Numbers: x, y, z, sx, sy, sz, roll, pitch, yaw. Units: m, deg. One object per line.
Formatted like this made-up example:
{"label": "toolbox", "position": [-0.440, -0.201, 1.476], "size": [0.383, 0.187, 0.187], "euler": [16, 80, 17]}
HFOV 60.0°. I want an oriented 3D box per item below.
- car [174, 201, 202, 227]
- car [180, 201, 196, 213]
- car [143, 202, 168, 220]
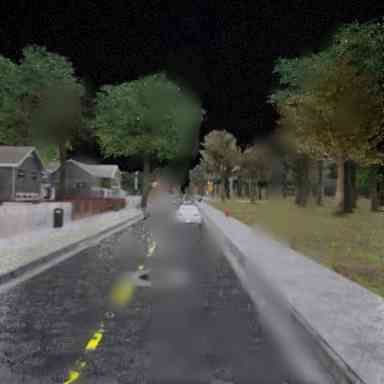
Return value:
{"label": "car", "position": [-0.285, 1.648, 23.656], "size": [1.812, 1.442, 4.674], "euler": [0, 0, -1]}
{"label": "car", "position": [-0.562, 1.804, 41.681], "size": [1.895, 1.301, 4.718], "euler": [0, 0, -1]}
{"label": "car", "position": [-3.233, 1.680, 30.025], "size": [1.837, 1.490, 4.892], "euler": [0, 0, -1]}
